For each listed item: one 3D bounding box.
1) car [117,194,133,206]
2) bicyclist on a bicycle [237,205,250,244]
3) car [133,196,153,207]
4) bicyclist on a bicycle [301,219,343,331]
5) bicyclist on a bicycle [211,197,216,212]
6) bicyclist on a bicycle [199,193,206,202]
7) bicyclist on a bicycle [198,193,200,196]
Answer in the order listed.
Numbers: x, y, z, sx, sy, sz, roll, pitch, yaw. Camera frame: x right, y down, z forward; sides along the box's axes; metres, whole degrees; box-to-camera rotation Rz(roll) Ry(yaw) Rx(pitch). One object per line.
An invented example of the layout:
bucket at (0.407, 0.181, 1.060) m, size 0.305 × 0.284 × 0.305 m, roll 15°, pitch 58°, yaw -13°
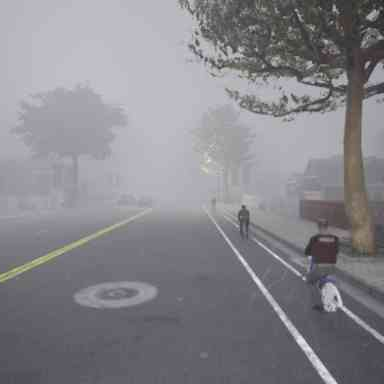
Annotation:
car at (-9.778, 1.140, 50.030) m, size 2.097 × 1.767 × 4.553 m, roll 0°, pitch 0°, yaw 1°
bicyclist on a bicycle at (2.255, 1.393, 14.373) m, size 0.582 × 1.620 × 1.656 m, roll 0°, pitch 0°, yaw 0°
car at (-6.554, 1.281, 46.540) m, size 1.882 × 1.535 × 5.008 m, roll 0°, pitch 0°, yaw 0°
bicyclist on a bicycle at (2.252, 1.346, 5.938) m, size 0.659 × 1.776 × 1.843 m, roll 0°, pitch 0°, yaw 0°
bicyclist on a bicycle at (2.262, 1.309, 34.366) m, size 0.582 × 1.620 × 1.656 m, roll 0°, pitch 0°, yaw 0°
bicyclist on a bicycle at (2.269, 1.171, 61.973) m, size 0.866 × 1.612 × 1.509 m, roll 1°, pitch 0°, yaw 0°
bicyclist on a bicycle at (2.277, 1.003, 81.231) m, size 0.659 × 1.776 × 1.843 m, roll 0°, pitch 0°, yaw 0°
